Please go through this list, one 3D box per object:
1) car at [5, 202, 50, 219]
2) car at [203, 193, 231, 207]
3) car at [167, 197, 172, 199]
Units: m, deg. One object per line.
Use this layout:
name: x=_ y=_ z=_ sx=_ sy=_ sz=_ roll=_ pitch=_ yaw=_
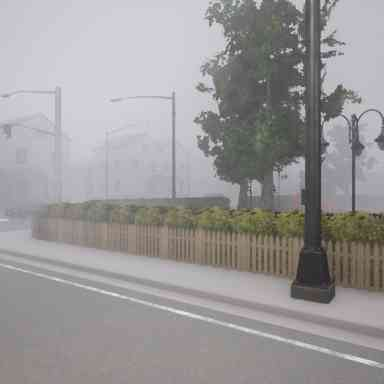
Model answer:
car: x=-14.016 y=1.564 z=29.263 sx=1.994 sy=1.385 sz=4.181 roll=0 pitch=0 yaw=35
car: x=3.548 y=1.221 z=48.156 sx=2.150 sy=2.045 sz=5.566 roll=0 pitch=0 yaw=35
car: x=-3.273 y=1.478 z=44.659 sx=1.882 sy=1.535 sz=5.008 roll=0 pitch=0 yaw=35
